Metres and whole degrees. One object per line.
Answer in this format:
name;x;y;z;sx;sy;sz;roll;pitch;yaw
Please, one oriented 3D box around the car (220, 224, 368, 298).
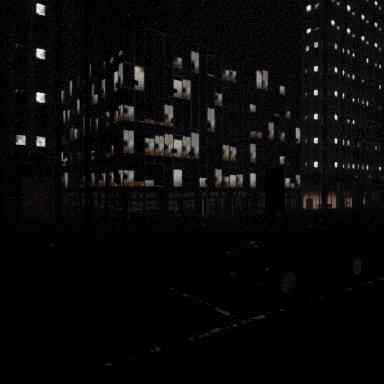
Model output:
car;2.728;1.544;8.507;4.507;1.381;1.887;0;0;-36
